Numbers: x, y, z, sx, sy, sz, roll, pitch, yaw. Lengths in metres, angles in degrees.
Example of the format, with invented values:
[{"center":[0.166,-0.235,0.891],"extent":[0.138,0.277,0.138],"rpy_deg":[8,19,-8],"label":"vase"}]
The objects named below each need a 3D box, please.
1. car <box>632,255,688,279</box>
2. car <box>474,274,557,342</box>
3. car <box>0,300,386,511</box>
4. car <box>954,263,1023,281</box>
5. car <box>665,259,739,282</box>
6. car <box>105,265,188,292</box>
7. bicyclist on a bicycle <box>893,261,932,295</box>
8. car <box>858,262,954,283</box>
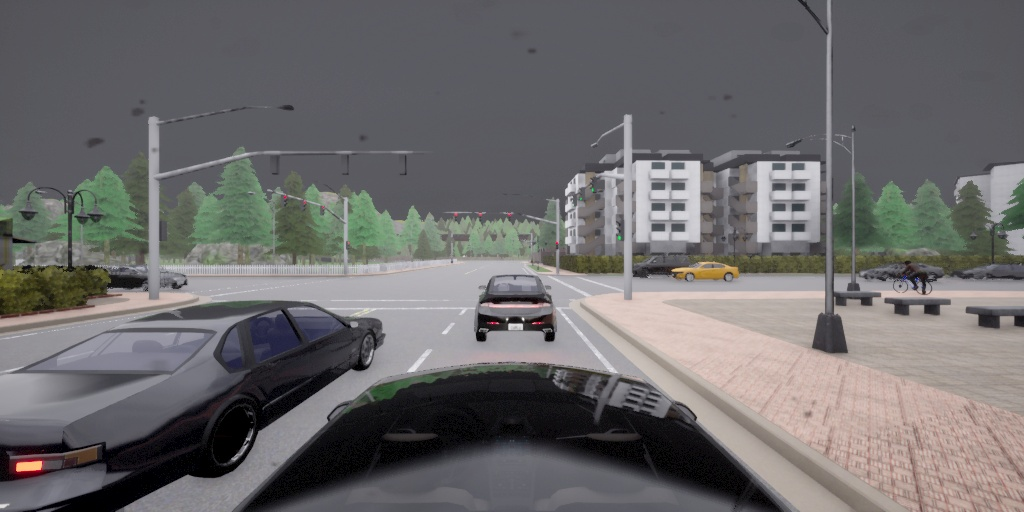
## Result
[{"center":[13.073,0.971,32.010],"extent":[5.566,2.045,2.150],"rpy_deg":[0,0,-2],"label":"car"},{"center":[0.084,1.242,9.771],"extent":[2.128,1.511,4.902],"rpy_deg":[0,0,0],"label":"car"},{"center":[-3.444,1.297,4.672],"extent":[2.033,1.411,5.357],"rpy_deg":[0,0,1],"label":"car"},{"center":[39.479,1.298,28.916],"extent":[5.357,1.411,2.033],"rpy_deg":[0,0,21],"label":"car"},{"center":[15.296,1.228,28.569],"extent":[5.008,1.535,1.882],"rpy_deg":[0,0,-2],"label":"car"},{"center":[-21.360,1.242,20.492],"extent":[4.902,1.511,2.128],"rpy_deg":[0,0,1],"label":"car"},{"center":[19.391,1.051,17.395],"extent":[0.582,1.620,1.656],"rpy_deg":[0,0,-3],"label":"bicyclist on a bicycle"},{"center":[30.169,1.241,27.919],"extent":[4.902,1.511,2.128],"rpy_deg":[0,0,11],"label":"car"}]
